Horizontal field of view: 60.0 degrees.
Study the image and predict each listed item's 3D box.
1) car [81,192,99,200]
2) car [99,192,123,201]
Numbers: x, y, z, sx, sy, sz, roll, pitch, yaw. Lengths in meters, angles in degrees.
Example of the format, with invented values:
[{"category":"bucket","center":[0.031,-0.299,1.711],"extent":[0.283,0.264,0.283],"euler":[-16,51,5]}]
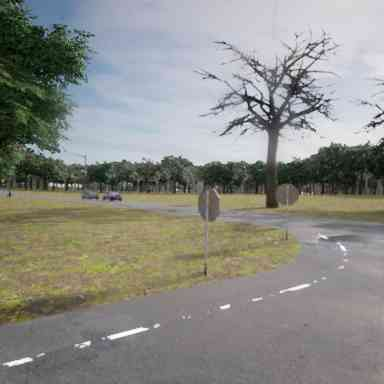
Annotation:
[{"category":"car","center":[-18.341,0.670,60.017],"extent":[2.033,1.411,5.357],"euler":[2,-1,-36]},{"category":"car","center":[-12.392,0.697,51.820],"extent":[1.812,1.442,4.674],"euler":[2,-1,-35]}]
